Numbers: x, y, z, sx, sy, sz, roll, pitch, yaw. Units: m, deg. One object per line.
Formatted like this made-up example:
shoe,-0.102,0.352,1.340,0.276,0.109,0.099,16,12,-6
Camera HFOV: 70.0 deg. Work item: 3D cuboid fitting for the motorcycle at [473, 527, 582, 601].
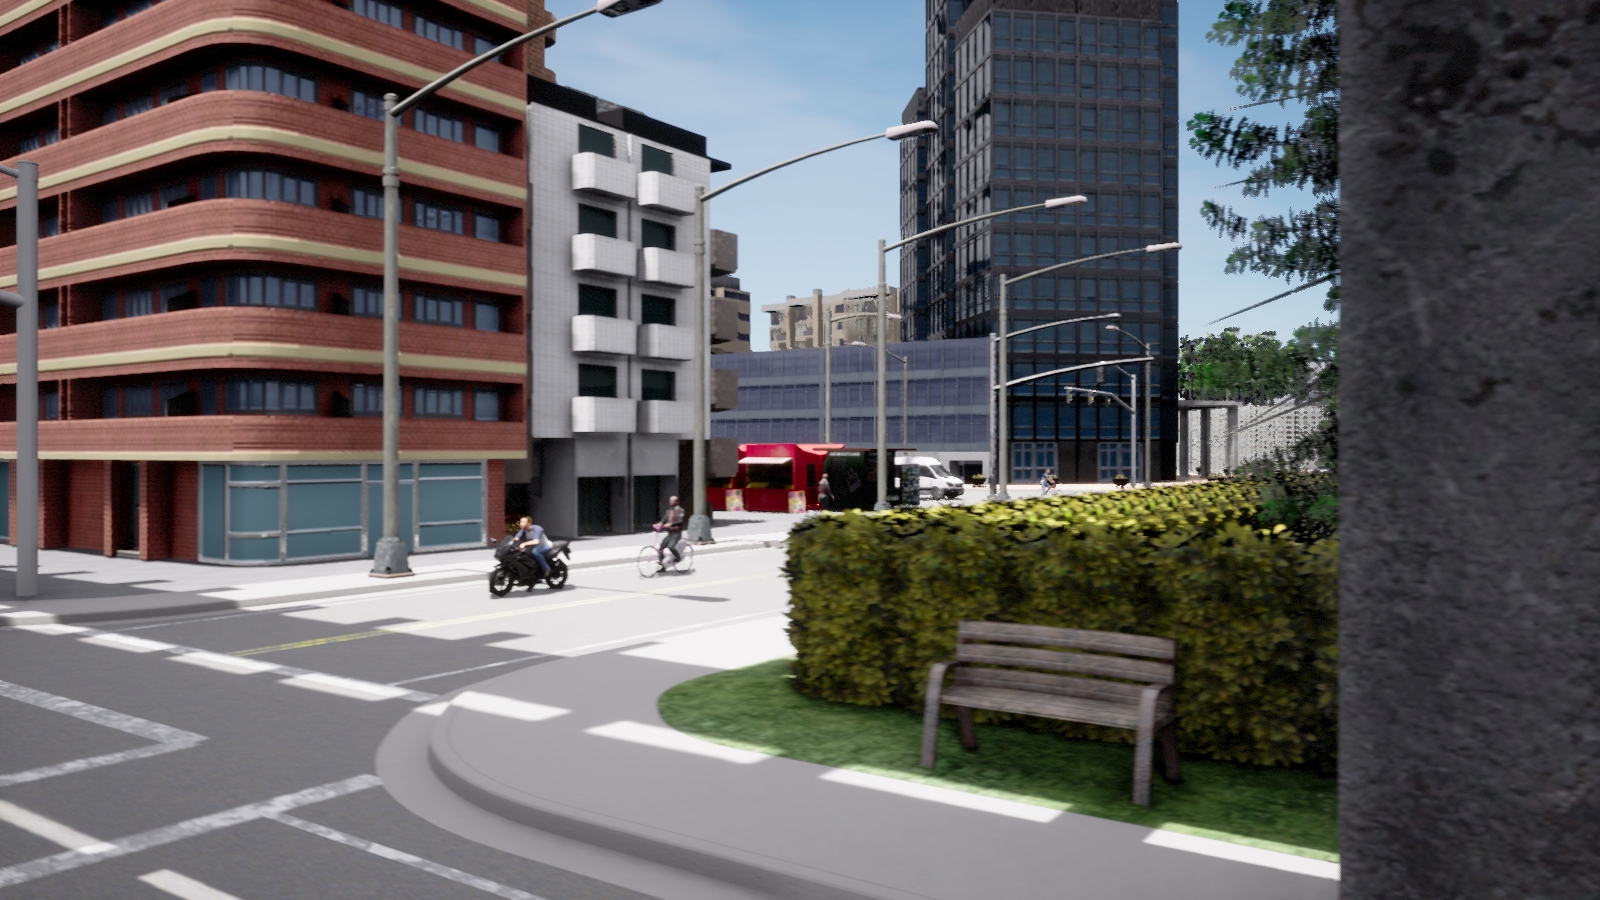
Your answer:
motorcycle,-5.263,2.172,22.178,0.803,1.224,2.033,0,0,36

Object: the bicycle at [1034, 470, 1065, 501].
bicycle,14.019,2.007,64.196,1.643,1.717,0.373,0,0,34

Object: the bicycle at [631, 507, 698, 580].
bicycle,-2.981,2.046,25.350,0.329,1.496,1.835,0,0,35

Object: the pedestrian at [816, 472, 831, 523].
pedestrian,0.859,1.732,42.063,0.375,1.860,0.375,0,0,44

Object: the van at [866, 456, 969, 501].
van,6.996,1.681,68.545,5.915,2.561,1.988,-1,-1,35
